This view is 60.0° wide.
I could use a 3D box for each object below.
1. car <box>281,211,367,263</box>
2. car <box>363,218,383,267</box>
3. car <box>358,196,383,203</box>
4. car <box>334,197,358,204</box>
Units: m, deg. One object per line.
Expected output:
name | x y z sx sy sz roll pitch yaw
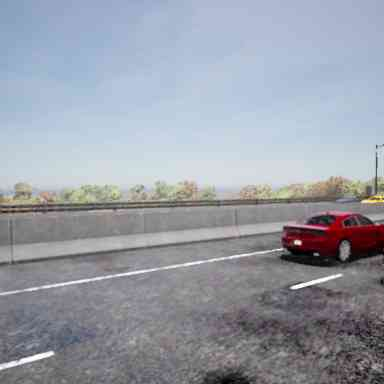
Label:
car | 5.333 1.431 11.873 5.008 1.535 1.882 0 0 -36
car | 6.845 1.446 8.652 4.902 1.511 2.128 0 0 -36
car | 23.640 1.296 42.326 5.008 1.535 1.882 0 0 -36
car | 21.434 1.361 45.053 5.357 1.411 2.033 0 0 -36
